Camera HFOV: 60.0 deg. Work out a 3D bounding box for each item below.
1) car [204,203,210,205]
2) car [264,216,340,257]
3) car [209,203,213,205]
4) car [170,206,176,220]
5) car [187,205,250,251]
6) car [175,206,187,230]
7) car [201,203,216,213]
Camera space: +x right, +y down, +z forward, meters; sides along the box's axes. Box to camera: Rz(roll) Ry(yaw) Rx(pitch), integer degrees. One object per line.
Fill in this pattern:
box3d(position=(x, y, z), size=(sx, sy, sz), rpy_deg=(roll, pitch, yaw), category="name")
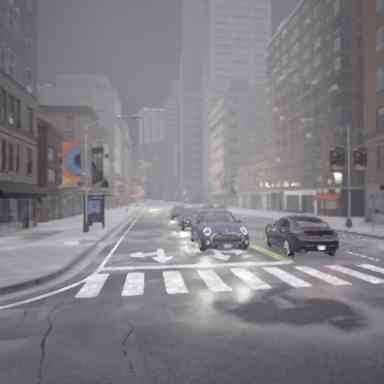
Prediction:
box3d(position=(0.861, 2.606, 46.534), size=(1.895, 1.301, 4.718), rpy_deg=(0, -1, -7), category="car")
box3d(position=(4.490, 1.784, 14.293), size=(1.837, 1.490, 4.892), rpy_deg=(0, -1, -3), category="car")
box3d(position=(4.035, 2.556, 47.147), size=(1.994, 1.385, 4.181), rpy_deg=(0, -1, -7), category="car")
box3d(position=(-1.459, 2.338, 37.780), size=(1.837, 1.490, 4.892), rpy_deg=(0, -1, -7), category="car")
box3d(position=(1.203, 1.688, 15.885), size=(2.097, 1.767, 4.553), rpy_deg=(0, -1, -7), category="car")
box3d(position=(-0.020, 2.067, 25.911), size=(1.837, 1.490, 4.892), rpy_deg=(0, -1, -7), category="car")
box3d(position=(2.818, 2.727, 57.108), size=(1.837, 1.490, 4.892), rpy_deg=(0, -1, -7), category="car")
